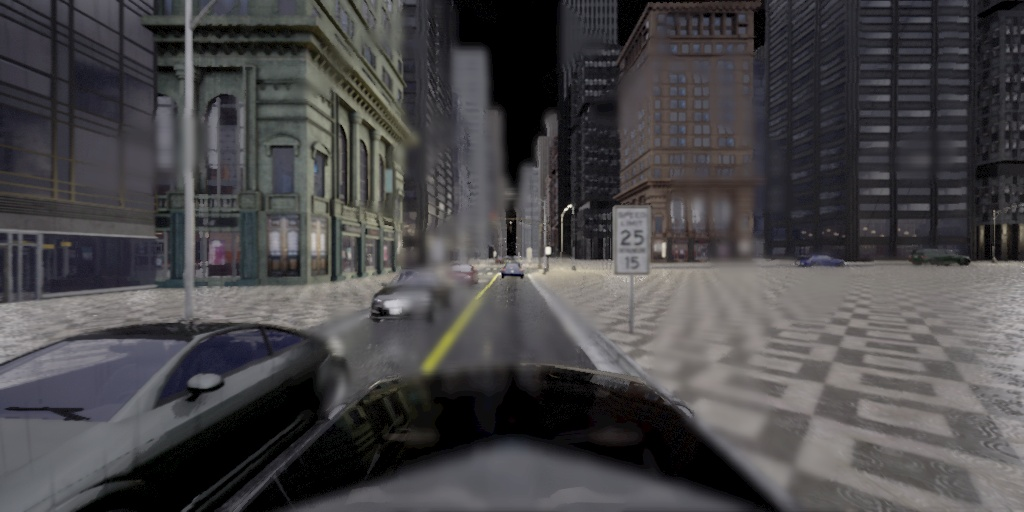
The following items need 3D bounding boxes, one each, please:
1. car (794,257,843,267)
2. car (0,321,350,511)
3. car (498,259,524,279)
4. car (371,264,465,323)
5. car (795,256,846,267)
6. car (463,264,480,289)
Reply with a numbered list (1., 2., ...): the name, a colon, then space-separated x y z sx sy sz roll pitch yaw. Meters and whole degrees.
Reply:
1. car: 39.367 0.748 46.133 4.718 1.301 1.895 -1 0 1
2. car: -3.101 1.310 3.006 1.994 1.385 4.181 0 0 0
3. car: 0.052 1.219 31.487 1.994 1.385 4.181 0 0 1
4. car: -3.089 1.207 12.046 2.128 1.511 4.902 0 0 0
5. car: 37.234 0.706 43.077 4.674 1.442 1.812 -1 0 0
6. car: -3.070 1.209 22.352 1.812 1.442 4.674 0 0 0
